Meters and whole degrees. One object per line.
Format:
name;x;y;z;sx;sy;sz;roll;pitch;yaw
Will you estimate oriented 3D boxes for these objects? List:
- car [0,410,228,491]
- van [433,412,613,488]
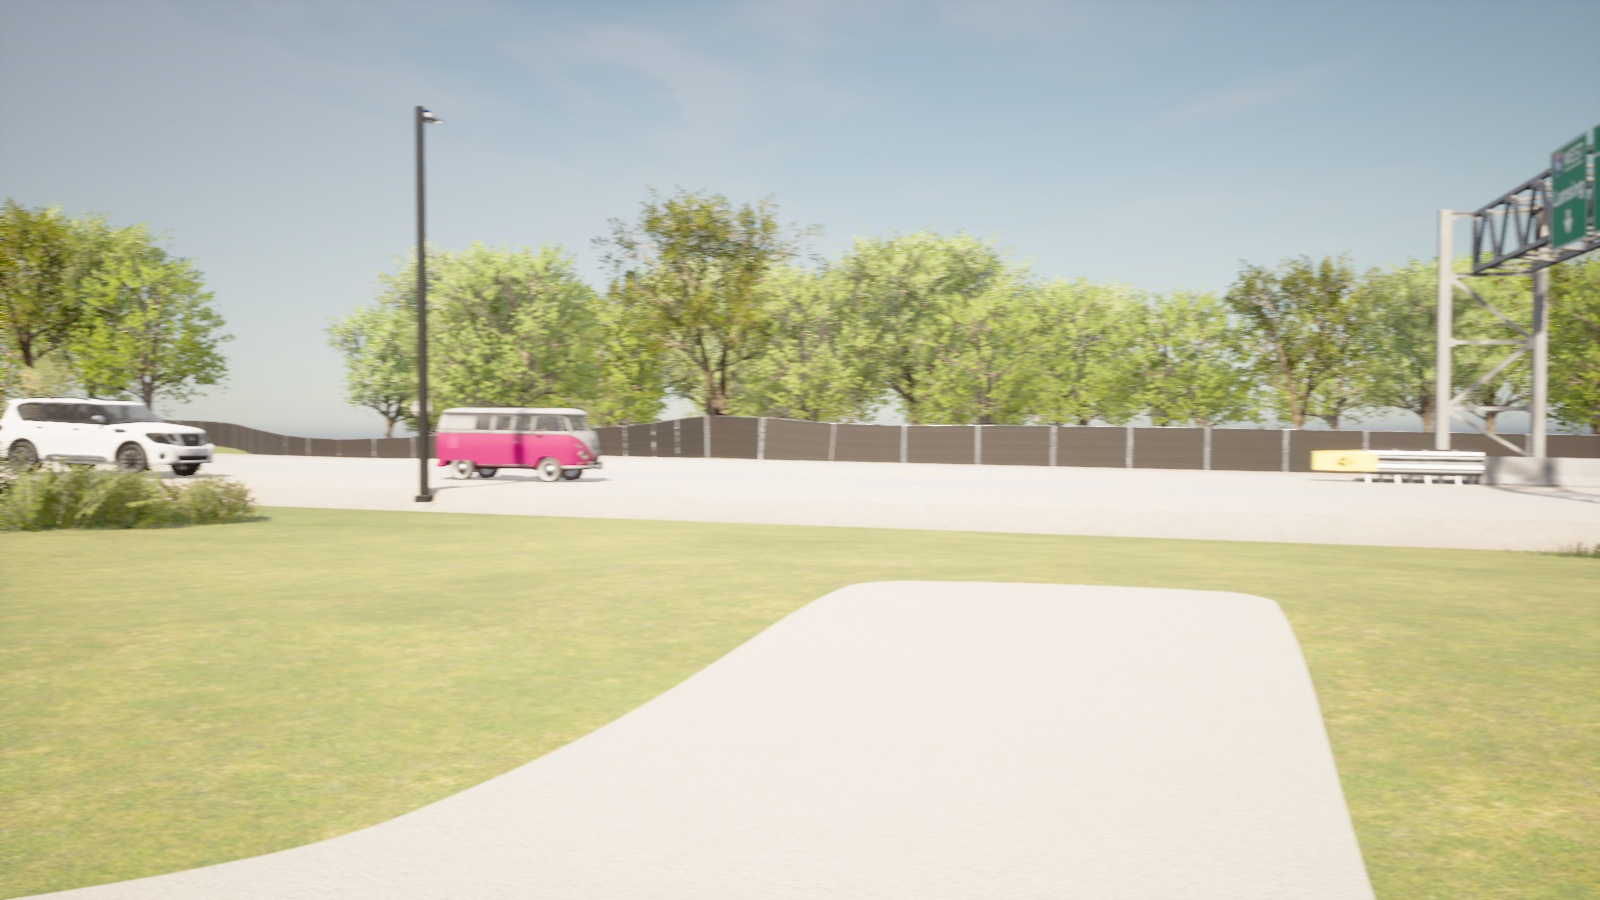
car;-18.271;-0.006;33.216;5.566;2.045;2.150;0;1;13
van;-7.533;-0.020;34.279;4.442;1.987;1.775;0;1;13
